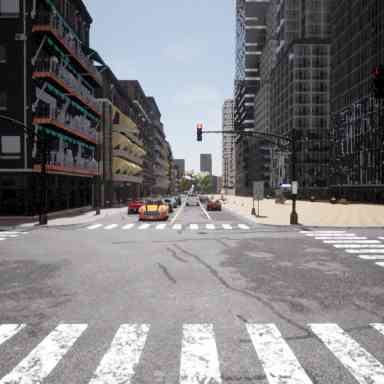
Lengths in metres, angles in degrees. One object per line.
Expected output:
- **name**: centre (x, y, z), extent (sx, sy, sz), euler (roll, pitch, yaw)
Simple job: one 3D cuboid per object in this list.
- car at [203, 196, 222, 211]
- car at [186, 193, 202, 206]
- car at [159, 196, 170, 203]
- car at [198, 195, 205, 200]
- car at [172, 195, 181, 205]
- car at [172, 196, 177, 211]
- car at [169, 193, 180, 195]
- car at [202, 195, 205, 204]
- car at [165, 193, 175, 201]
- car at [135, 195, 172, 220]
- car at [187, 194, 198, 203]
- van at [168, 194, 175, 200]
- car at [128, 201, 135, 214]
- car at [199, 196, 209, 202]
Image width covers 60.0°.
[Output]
- **car**: centre (2.659, 1.540, 41.048), extent (1.887, 1.381, 4.507), euler (-1, 0, 0)
- **car**: centre (0.116, 1.220, 56.480), extent (2.150, 2.045, 5.566), euler (0, 0, 1)
- **car**: centre (-5.678, 1.583, 69.238), extent (1.802, 1.307, 4.206), euler (-1, 0, 0)
- **car**: centre (2.676, 1.534, 92.059), extent (1.752, 1.417, 4.829), euler (-1, 0, 0)
- **car**: centre (-3.076, 1.543, 47.925), extent (2.033, 1.411, 5.357), euler (0, 0, 0)
- **car**: centre (-3.084, 1.500, 37.597), extent (1.837, 1.490, 4.892), euler (0, 0, 0)
- **car**: centre (-3.031, 1.220, 58.243), extent (2.150, 2.045, 5.566), euler (0, 0, 1)
- **car**: centre (2.667, 1.550, 63.644), extent (2.008, 1.369, 4.403), euler (-1, 0, 0)
- **car**: centre (-5.676, 1.321, 86.185), extent (2.192, 1.841, 5.009), euler (-1, 0, 0)
- **car**: centre (-3.090, 1.348, 27.600), extent (2.097, 1.767, 4.553), euler (0, 0, 0)
- **car**: centre (0.124, 1.352, 69.895), extent (2.097, 1.767, 4.553), euler (0, 0, 0)
- **van**: centre (-5.674, 1.349, 91.833), extent (1.690, 1.788, 3.998), euler (-1, 0, 0)
- **car**: centre (-5.689, 1.540, 35.344), extent (1.887, 1.381, 4.507), euler (-1, 0, 0)
- **car**: centre (2.671, 1.547, 74.942), extent (1.887, 1.381, 4.507), euler (-1, 0, 0)
